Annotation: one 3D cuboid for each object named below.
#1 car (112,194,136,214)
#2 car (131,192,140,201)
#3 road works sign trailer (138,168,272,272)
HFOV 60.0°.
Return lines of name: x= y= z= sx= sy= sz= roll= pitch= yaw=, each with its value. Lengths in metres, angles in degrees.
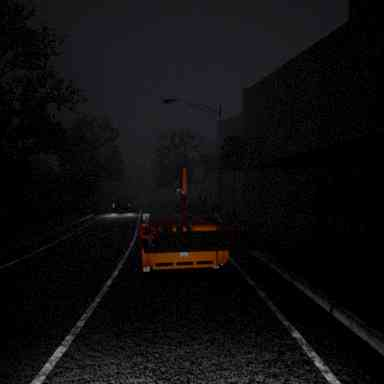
car: x=-7.449 y=1.361 z=35.895 sx=2.097 sy=1.767 sz=4.553 roll=-1 pitch=0 yaw=-8
car: x=-13.089 y=1.092 z=76.008 sx=2.150 sy=2.045 sz=5.566 roll=-1 pitch=0 yaw=-8
road works sign trailer: x=0.027 y=0.791 z=7.720 sx=2.380 sy=2.880 sz=3.560 roll=0 pitch=0 yaw=-10
